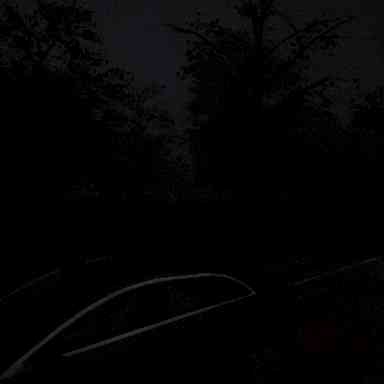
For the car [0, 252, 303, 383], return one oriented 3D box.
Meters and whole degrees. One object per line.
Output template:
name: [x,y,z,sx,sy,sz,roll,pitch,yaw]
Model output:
car: [-0.894,1.485,3.425,4.902,1.511,2.128,-1,0,-37]
